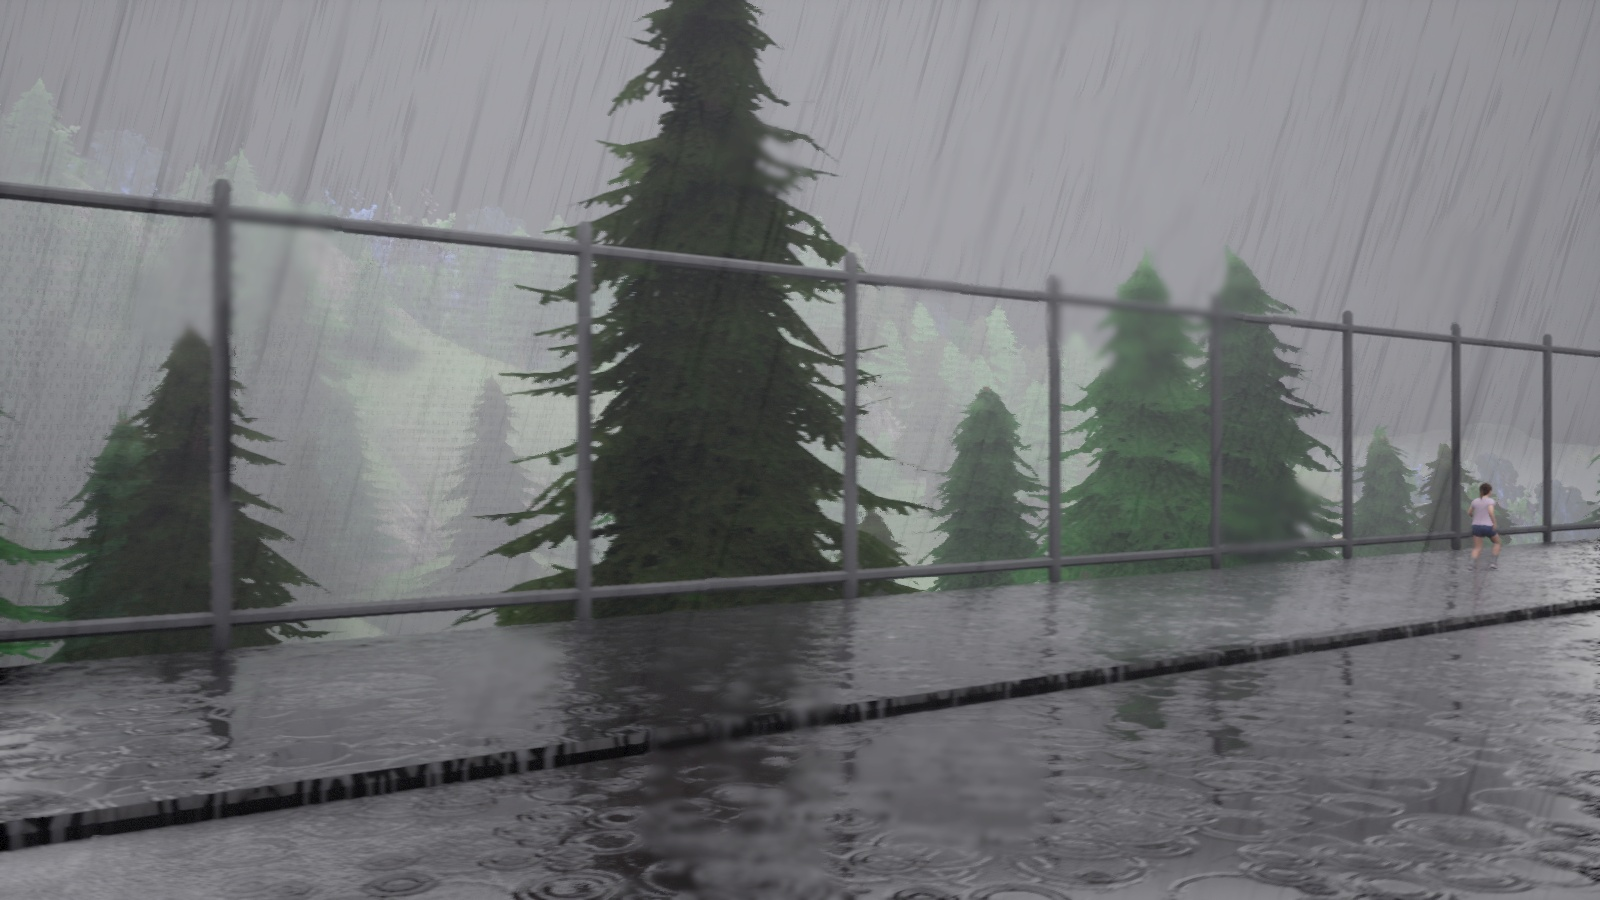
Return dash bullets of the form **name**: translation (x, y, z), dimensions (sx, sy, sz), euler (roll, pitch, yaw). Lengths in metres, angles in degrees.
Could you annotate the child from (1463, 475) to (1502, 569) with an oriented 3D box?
- **child**: translation (8.170, 0.854, 15.035), dimensions (0.394, 1.110, 0.255), euler (0, 0, -34)
